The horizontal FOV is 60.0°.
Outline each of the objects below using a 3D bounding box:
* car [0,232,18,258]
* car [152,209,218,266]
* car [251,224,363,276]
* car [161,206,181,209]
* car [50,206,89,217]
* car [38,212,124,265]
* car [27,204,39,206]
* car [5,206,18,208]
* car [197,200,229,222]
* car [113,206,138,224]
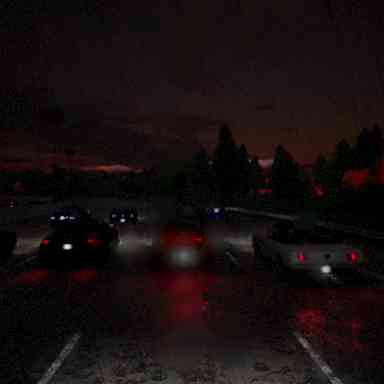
[{"bbox_3d":[-7.266,1.674,10.132,1.895,1.301,4.718,0,0,-3],"label":"car"},{"bbox_3d":[-0.360,1.567,11.859,1.837,1.490,4.892,0,0,-3],"label":"car"},{"bbox_3d":[3.228,1.645,10.468,1.895,1.301,4.718,0,0,-2],"label":"car"},{"bbox_3d":[-1.710,1.739,26.252,1.895,1.301,4.718,0,0,-7],"label":"car"},{"bbox_3d":[-8.413,1.691,23.353,2.033,1.411,5.357,0,0,-7],"label":"car"},{"bbox_3d":[-3.877,1.636,12.052,1.994,1.385,4.181,0,0,-3],"label":"car"},{"bbox_3d":[-25.393,1.910,53.971,1.994,1.385,4.181,0,0,-16],"label":"car"},{"bbox_3d":[-28.283,1.697,51.332,2.097,1.767,4.553,0,0,-15],"label":"car"},{"bbox_3d":[1.614,1.486,27.719,2.097,1.767,4.553,0,0,-7],"label":"car"},{"bbox_3d":[-5.198,1.748,25.927,1.895,1.301,4.718,0,0,-7],"label":"car"}]
